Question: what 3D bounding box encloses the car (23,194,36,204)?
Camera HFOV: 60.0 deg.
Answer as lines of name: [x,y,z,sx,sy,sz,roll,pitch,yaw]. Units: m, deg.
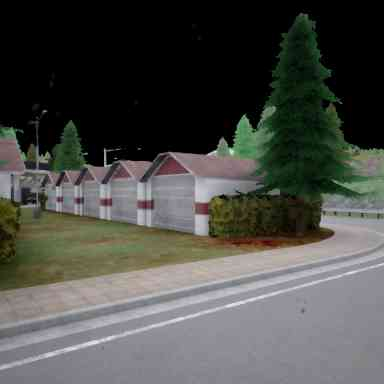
car: [-30.592,1.328,62.631,1.905,1.878,3.866,0,0,-37]
